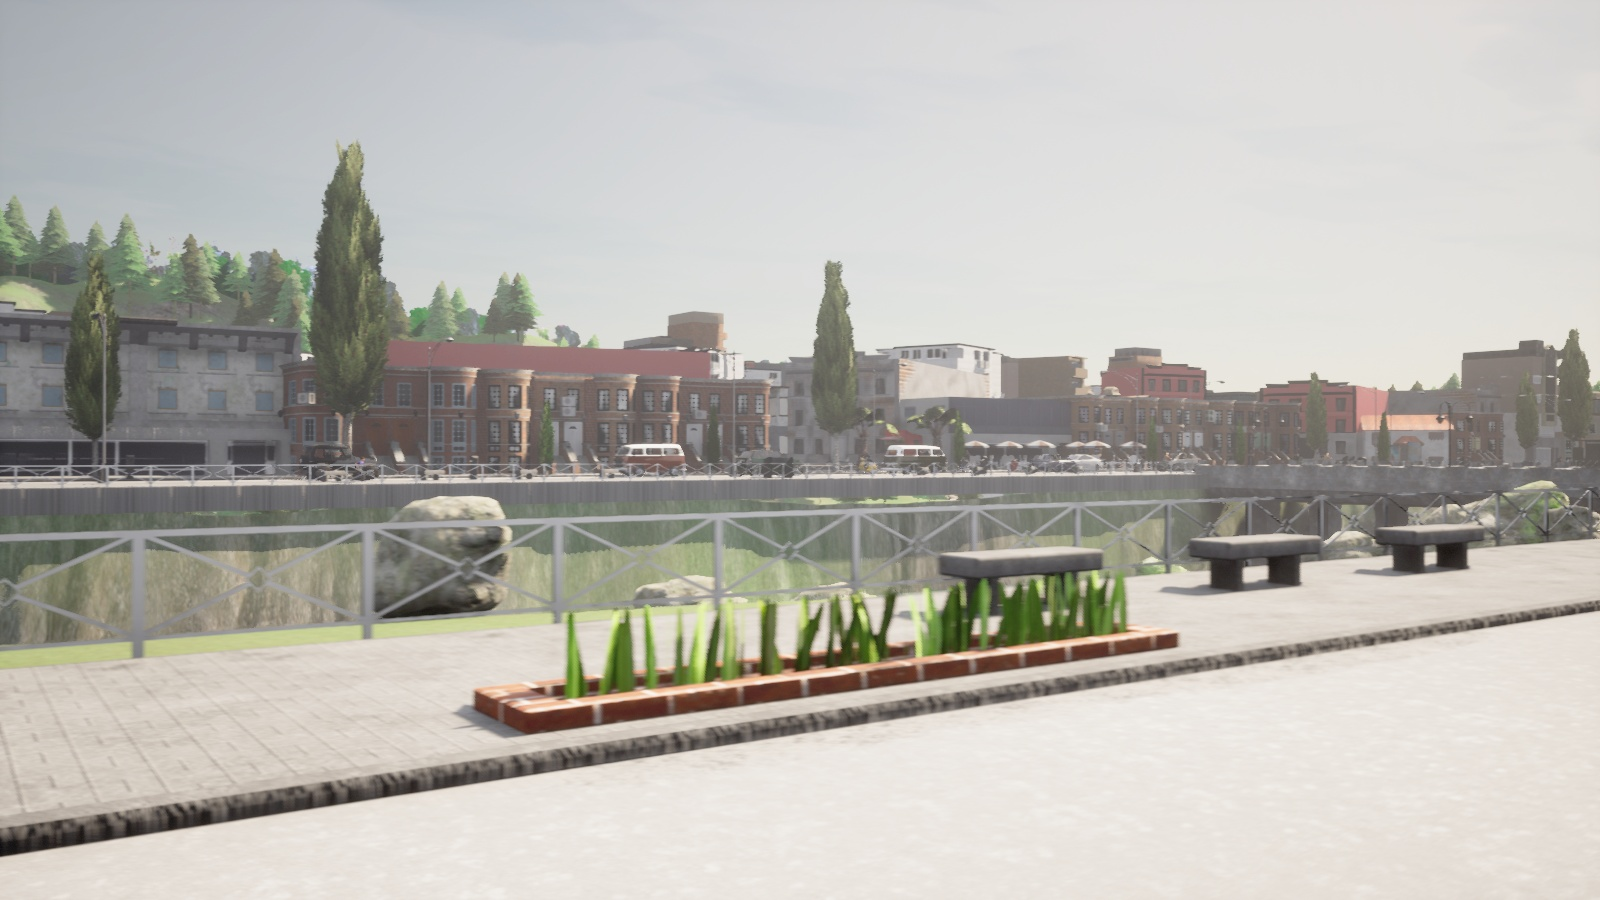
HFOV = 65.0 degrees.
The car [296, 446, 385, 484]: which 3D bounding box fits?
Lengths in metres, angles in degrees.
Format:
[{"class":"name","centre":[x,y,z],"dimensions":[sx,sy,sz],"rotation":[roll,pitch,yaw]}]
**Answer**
[{"class":"car","centre":[-23.158,0.745,63.273],"dimensions":[3.866,1.878,1.905],"rotation":[0,0,-35]}]

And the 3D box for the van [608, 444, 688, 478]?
[{"class":"van","centre":[-9.384,0.679,77.740],"dimensions":[4.480,2.038,2.069],"rotation":[0,0,-35]}]

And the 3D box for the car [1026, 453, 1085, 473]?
[{"class":"car","centre":[18.838,0.945,92.521],"dimensions":[4.193,1.474,1.816],"rotation":[0,0,-35]}]

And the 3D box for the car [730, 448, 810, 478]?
[{"class":"car","centre":[-1.849,0.798,78.119],"dimensions":[4.553,1.767,2.097],"rotation":[0,0,-35]}]

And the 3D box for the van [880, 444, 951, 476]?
[{"class":"van","centre":[7.788,0.663,84.834],"dimensions":[4.480,2.038,2.069],"rotation":[-1,0,-34]}]
